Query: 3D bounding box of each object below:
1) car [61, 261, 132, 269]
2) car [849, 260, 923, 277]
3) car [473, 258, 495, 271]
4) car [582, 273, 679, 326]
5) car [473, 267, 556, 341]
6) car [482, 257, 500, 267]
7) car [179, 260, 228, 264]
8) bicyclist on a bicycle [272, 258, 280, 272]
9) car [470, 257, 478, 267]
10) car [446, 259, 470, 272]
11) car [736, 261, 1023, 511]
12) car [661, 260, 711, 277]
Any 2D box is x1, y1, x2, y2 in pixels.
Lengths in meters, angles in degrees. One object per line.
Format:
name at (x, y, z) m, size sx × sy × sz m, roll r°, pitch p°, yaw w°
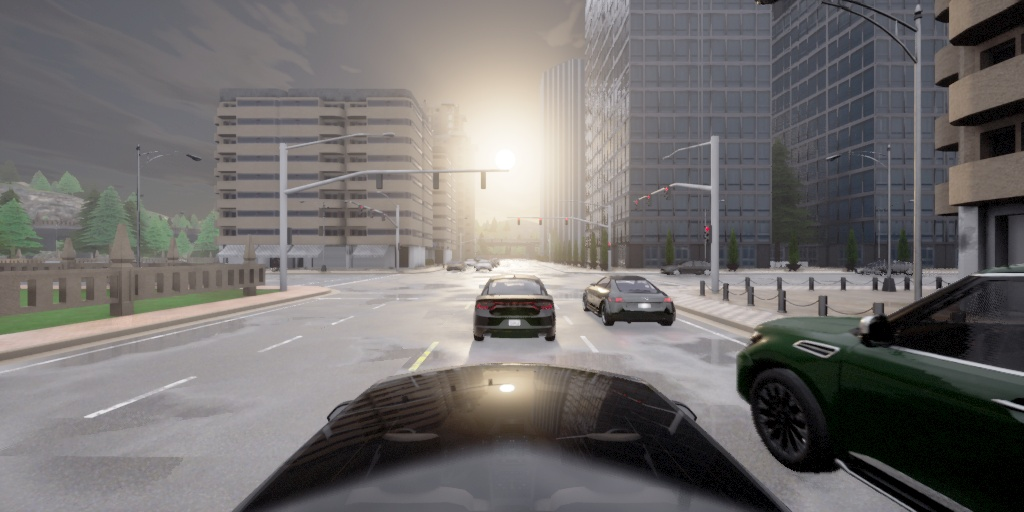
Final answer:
car at (-34.358, 1.221, 29.641) m, size 4.674 × 1.442 × 1.812 m, roll 1°, pitch 0°, yaw 17°
car at (35.961, 1.186, 34.552) m, size 4.902 × 1.511 × 2.128 m, roll 0°, pitch 0°, yaw 0°
car at (-3.599, 1.276, 46.064) m, size 1.812 × 1.442 × 4.674 m, roll 0°, pitch 0°, yaw 0°
car at (3.577, 1.314, 11.663) m, size 1.994 × 1.385 × 4.181 m, roll 0°, pitch 0°, yaw 0°
car at (0.068, 1.228, 9.885) m, size 1.882 × 1.535 × 5.008 m, roll 0°, pitch 0°, yaw 0°
car at (-3.581, 1.241, 61.159) m, size 2.128 × 1.511 × 4.902 m, roll 0°, pitch 0°, yaw 0°
car at (-22.880, 1.220, 27.922) m, size 4.674 × 1.442 × 1.812 m, roll 0°, pitch 0°, yaw 4°
bicyclist on a bicycle at (-26.084, 0.995, 39.847) m, size 0.582 × 1.620 × 1.656 m, roll 0°, pitch 0°, yaw 7°
car at (-7.083, 1.276, 60.880) m, size 1.812 × 1.442 × 4.674 m, roll 0°, pitch 0°, yaw 0°
car at (-7.100, 1.297, 45.951) m, size 2.033 × 1.411 × 5.357 m, roll 0°, pitch 0°, yaw 0°
car at (3.601, 0.970, 1.654) m, size 2.150 × 2.045 × 5.566 m, roll 0°, pitch 0°, yaw 0°
car at (16.966, 1.195, 34.665) m, size 4.892 × 1.490 × 1.837 m, roll -1°, pitch 0°, yaw 0°
